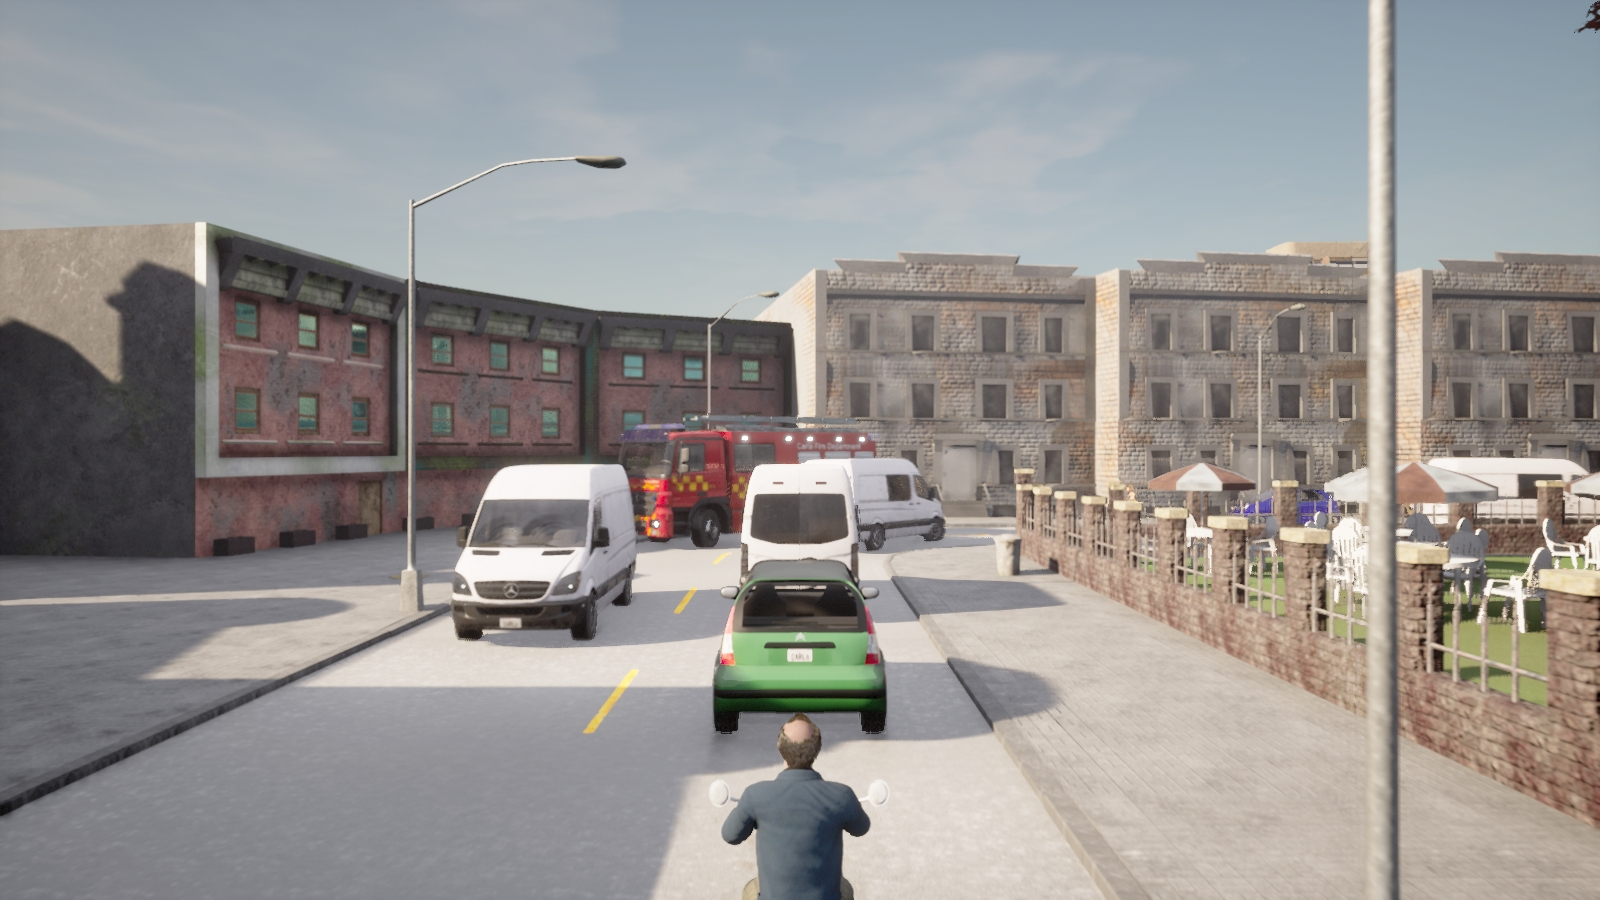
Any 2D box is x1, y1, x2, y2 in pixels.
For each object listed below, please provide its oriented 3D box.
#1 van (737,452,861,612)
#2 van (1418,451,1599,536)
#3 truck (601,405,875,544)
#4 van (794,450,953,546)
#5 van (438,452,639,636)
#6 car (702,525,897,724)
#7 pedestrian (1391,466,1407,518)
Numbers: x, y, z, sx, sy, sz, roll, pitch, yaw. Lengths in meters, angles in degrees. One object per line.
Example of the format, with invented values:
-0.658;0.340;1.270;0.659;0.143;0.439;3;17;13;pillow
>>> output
-0.011;1.315;21.303;1.988;2.561;5.915;0;0;0;van
22.796;1.315;35.647;5.915;2.561;1.988;0;0;1;van
-1.719;0.673;35.385;8.468;3.827;2.891;0;0;-41;truck
2.300;1.317;33.762;1.988;2.561;5.915;-2;-1;33;van
-4.045;1.316;18.828;1.988;2.561;5.915;0;0;0;van
-0.006;1.780;12.797;1.851;1.617;3.988;0;0;0;car
21.877;1.524;41.732;0.375;1.860;0.375;0;0;-38;pedestrian
